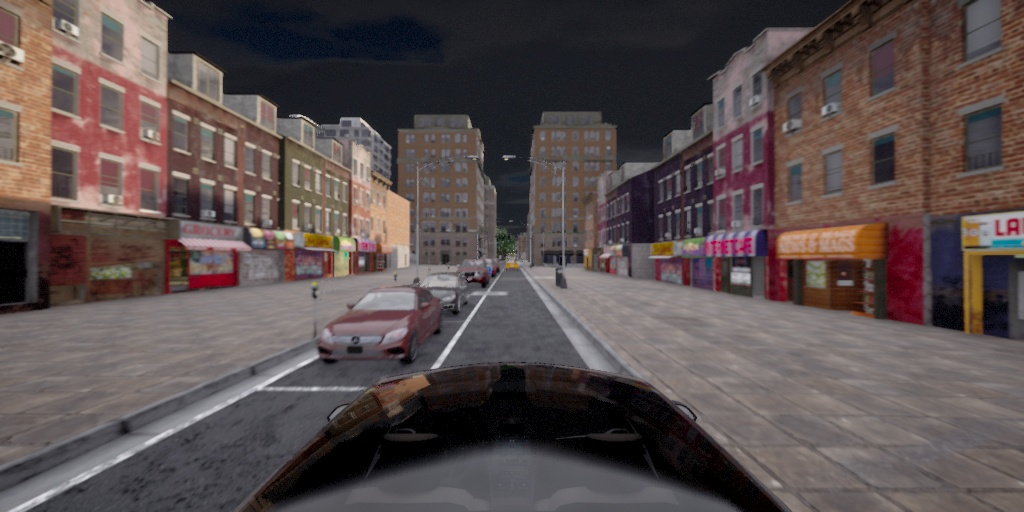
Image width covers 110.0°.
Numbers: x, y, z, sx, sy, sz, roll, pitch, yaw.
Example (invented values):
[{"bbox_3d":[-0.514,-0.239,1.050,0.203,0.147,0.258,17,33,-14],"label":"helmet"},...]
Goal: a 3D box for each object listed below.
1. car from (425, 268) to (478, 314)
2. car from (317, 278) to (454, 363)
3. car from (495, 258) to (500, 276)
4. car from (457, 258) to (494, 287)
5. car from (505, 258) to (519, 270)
[{"bbox_3d":[-2.635,1.319,13.720,2.007,1.370,4.403,0,0,0],"label":"car"},{"bbox_3d":[-2.636,1.341,8.106,1.802,1.307,4.207,0,0,0],"label":"car"},{"bbox_3d":[-2.630,1.145,36.173,2.192,1.841,5.009,0,0,0],"label":"car"},{"bbox_3d":[-2.632,1.110,24.946,2.192,1.841,5.009,0,0,0],"label":"car"},{"bbox_3d":[0.012,1.380,54.698,1.882,1.535,5.008,0,0,0],"label":"car"}]
